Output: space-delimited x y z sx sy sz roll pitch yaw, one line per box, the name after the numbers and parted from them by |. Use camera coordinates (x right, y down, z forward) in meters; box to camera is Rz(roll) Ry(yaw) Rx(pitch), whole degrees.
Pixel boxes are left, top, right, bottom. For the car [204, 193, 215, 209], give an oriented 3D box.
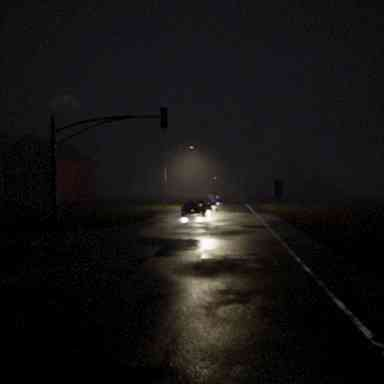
1.304 1.220 38.134 1.812 1.442 4.674 -1 0 7 | car

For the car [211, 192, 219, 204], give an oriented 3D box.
2.441 1.083 47.415 1.882 1.535 5.008 -1 0 8 | car

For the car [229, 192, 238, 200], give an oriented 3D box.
8.830 0.827 70.696 1.837 1.490 4.892 -1 1 7 | car

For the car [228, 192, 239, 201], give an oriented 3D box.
7.684 0.989 61.174 1.994 1.385 4.181 -1 1 7 | car

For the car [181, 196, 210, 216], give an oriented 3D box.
0.259 1.339 29.537 1.994 1.385 4.181 -1 0 7 | car
